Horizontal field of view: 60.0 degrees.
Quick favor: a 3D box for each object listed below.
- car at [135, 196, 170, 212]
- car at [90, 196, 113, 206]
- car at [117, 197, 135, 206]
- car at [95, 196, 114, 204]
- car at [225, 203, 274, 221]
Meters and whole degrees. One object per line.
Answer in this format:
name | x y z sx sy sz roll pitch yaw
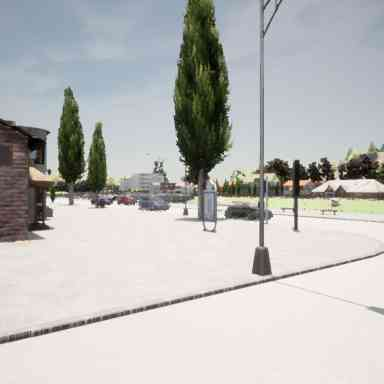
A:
car | -4.510 1.351 39.676 2.097 1.767 4.553 0 0 -36
car | -15.001 1.590 54.429 2.033 1.411 5.357 0 0 -36
car | -10.938 1.526 55.800 1.812 1.442 4.674 0 0 -36
car | -16.897 1.478 64.089 1.882 1.535 5.008 0 0 -36
car | 4.581 1.564 27.026 1.994 1.385 4.181 0 0 -36
